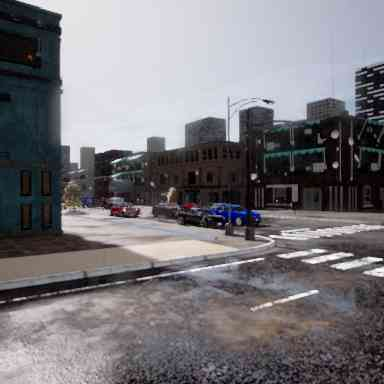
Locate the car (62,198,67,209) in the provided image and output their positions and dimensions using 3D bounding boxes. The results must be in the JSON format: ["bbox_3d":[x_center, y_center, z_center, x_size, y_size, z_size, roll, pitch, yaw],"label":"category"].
[{"bbox_3d":[-23.276,2.265,58.311,1.752,1.417,4.829,-1,0,-35],"label":"car"}]

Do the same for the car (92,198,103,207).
[{"bbox_3d":[-16.552,1.989,63.309,2.192,1.841,5.009,-1,0,-35],"label":"car"}]

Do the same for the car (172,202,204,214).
[{"bbox_3d":[-0.502,1.952,40.760,1.802,1.307,4.206,-1,0,-35],"label":"car"}]

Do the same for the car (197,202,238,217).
[{"bbox_3d":[2.707,1.858,36.250,2.008,1.369,4.403,-1,0,-35],"label":"car"}]

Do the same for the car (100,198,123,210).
[{"bbox_3d":[-12.566,2.145,53.239,1.994,1.385,4.181,-1,0,-34],"label":"car"}]

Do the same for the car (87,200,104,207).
[{"bbox_3d":[-19.756,2.277,67.819,1.887,1.381,4.507,-1,0,-35],"label":"car"}]

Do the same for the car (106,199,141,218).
[{"bbox_3d":[-7.332,1.877,35.899,1.967,1.590,4.097,-1,0,-35],"label":"car"}]

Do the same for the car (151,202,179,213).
[{"bbox_3d":[-3.710,2.014,45.269,1.802,1.307,4.206,-1,0,-35],"label":"car"}]

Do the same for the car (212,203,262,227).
[{"bbox_3d":[3.144,1.729,25.660,1.882,1.535,5.008,-1,0,-36],"label":"car"}]

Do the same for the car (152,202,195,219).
[{"bbox_3d":[-2.257,1.850,33.255,2.128,1.511,4.902,-1,0,-35],"label":"car"}]

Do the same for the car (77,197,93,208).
[{"bbox_3d":[-20.605,1.953,64.554,2.150,2.045,5.566,-1,0,-35],"label":"car"}]

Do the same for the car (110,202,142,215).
[{"bbox_3d":[-8.391,2.026,41.887,2.033,1.411,5.357,-1,0,-35],"label":"car"}]

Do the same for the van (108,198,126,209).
[{"bbox_3d":[-13.342,1.956,58.799,1.690,1.788,3.998,-1,0,-35],"label":"van"}]

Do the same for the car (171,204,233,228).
[{"bbox_3d":[0.617,1.845,24.523,1.947,1.339,4.313,-1,0,-35],"label":"car"}]
